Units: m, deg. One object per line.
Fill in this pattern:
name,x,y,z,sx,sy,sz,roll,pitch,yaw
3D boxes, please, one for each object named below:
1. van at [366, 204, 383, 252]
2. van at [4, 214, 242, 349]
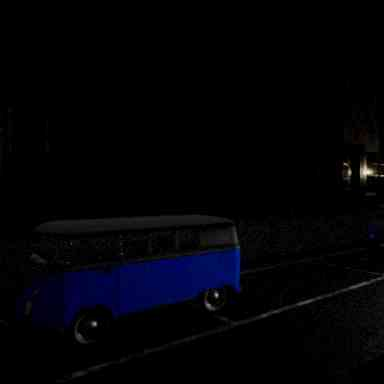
van,8.198,1.313,12.491,3.998,1.788,1.690,0,0,-35
van,-0.951,1.336,5.969,3.998,1.788,1.690,0,0,-35
